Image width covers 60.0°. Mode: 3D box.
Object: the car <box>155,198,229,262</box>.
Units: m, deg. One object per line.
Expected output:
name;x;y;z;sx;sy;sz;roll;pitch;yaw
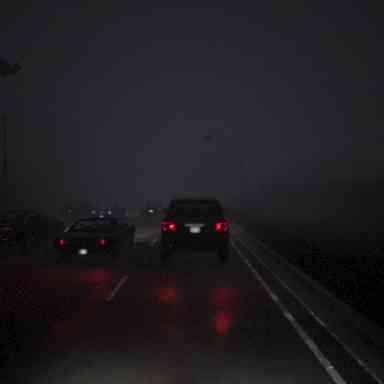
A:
car;0.080;1.217;12.332;2.150;2.045;5.566;0;-1;0

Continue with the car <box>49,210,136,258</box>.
car;-3.425;1.601;12.745;1.895;1.301;4.718;0;0;0

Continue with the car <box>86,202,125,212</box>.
car;-6.908;1.601;27.755;1.895;1.301;4.718;0;0;0

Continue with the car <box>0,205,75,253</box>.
car;-6.917;1.492;13.781;2.128;1.511;4.902;0;0;0

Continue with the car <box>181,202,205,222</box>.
car;0.092;1.600;27.738;1.895;1.301;4.718;0;0;0

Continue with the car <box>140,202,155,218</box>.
car;-3.393;1.563;29.792;1.994;1.385;4.181;0;0;0

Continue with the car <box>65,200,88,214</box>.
car;-10.387;1.477;30.734;1.882;1.535;5.008;0;0;0
